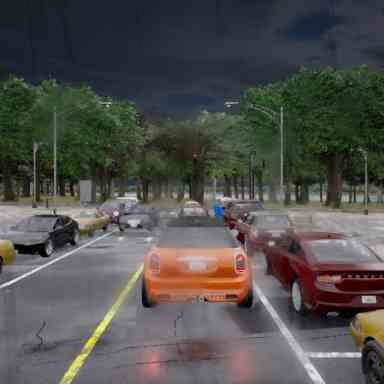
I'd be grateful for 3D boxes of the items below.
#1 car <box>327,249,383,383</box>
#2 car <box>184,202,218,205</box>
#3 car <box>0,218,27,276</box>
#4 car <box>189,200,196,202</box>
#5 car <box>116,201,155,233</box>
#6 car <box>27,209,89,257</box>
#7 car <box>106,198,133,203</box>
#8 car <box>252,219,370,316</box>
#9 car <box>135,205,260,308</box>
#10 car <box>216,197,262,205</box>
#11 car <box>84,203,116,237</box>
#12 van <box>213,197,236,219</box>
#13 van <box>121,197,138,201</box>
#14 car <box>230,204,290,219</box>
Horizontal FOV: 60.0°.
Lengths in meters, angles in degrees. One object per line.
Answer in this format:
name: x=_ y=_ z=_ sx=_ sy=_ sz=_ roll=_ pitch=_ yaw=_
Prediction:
car: x=2.762 y=1.525 z=2.156 sx=1.752 sy=1.417 sz=4.829 roll=0 pitch=0 yaw=0
car: x=0.113 y=1.493 z=17.310 sx=2.128 sy=1.511 sz=4.902 roll=0 pitch=0 yaw=0
car: x=-5.758 y=1.525 z=7.261 sx=1.752 sy=1.417 sz=4.829 roll=0 pitch=0 yaw=0
car: x=0.021 y=1.460 z=27.255 sx=1.801 sy=1.575 sz=5.366 roll=0 pitch=0 yaw=1
car: x=-3.043 y=1.495 z=19.906 sx=2.128 sy=1.511 sz=4.902 roll=0 pitch=0 yaw=0
car: x=-5.753 y=1.567 z=12.869 sx=1.947 sy=1.339 sz=4.313 roll=0 pitch=0 yaw=0
car: x=-5.744 y=1.443 z=23.744 sx=1.967 sy=1.590 sz=4.097 roll=0 pitch=0 yaw=0
car: x=2.767 y=1.545 z=7.424 sx=1.887 sy=1.381 sz=4.507 roll=0 pitch=0 yaw=0
car: x=0.106 y=1.352 z=8.096 sx=2.097 sy=1.767 sz=4.553 roll=0 pitch=0 yaw=0
car: x=2.776 y=1.317 z=18.299 sx=2.192 sy=1.841 sz=5.009 roll=0 pitch=0 yaw=0
car: x=-5.749 y=1.527 z=18.136 sx=1.752 sy=1.417 sz=4.829 roll=0 pitch=0 yaw=0
van: x=2.786 y=1.345 z=29.174 sx=1.690 sy=1.788 sz=3.998 roll=0 pitch=0 yaw=0
van: x=-5.739 y=1.345 z=29.182 sx=1.690 sy=1.788 sz=3.998 roll=0 pitch=0 yaw=0
car: x=2.772 y=1.441 z=12.861 sx=1.967 sy=1.590 sz=4.097 roll=0 pitch=0 yaw=0
